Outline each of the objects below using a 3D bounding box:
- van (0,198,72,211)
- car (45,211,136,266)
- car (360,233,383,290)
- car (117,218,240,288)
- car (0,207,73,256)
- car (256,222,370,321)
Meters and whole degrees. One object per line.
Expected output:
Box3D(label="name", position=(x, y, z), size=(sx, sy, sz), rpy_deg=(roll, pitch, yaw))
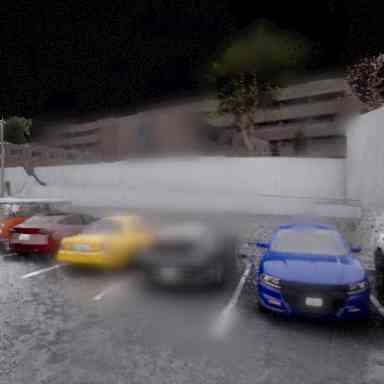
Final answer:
Box3D(label="van", position=(-7.157, 1.258, 14.458), size=(1.878, 1.987, 4.442), rpy_deg=(1, -1, 16))
Box3D(label="car", position=(-2.226, 1.484, 11.284), size=(1.946, 1.575, 5.366), rpy_deg=(0, -1, 15))
Box3D(label="car", position=(5.015, 1.242, 5.941), size=(2.435, 2.045, 5.566), rpy_deg=(0, -1, 16))
Box3D(label="car", position=(0.150, 1.488, 9.368), size=(2.231, 1.521, 4.892), rpy_deg=(0, -1, 15))
Box3D(label="car", position=(-4.698, 1.515, 12.865), size=(2.163, 1.488, 4.792), rpy_deg=(0, -1, 16))
Box3D(label="car", position=(2.587, 1.489, 7.644), size=(2.097, 1.535, 5.008), rpy_deg=(1, -1, 16))
